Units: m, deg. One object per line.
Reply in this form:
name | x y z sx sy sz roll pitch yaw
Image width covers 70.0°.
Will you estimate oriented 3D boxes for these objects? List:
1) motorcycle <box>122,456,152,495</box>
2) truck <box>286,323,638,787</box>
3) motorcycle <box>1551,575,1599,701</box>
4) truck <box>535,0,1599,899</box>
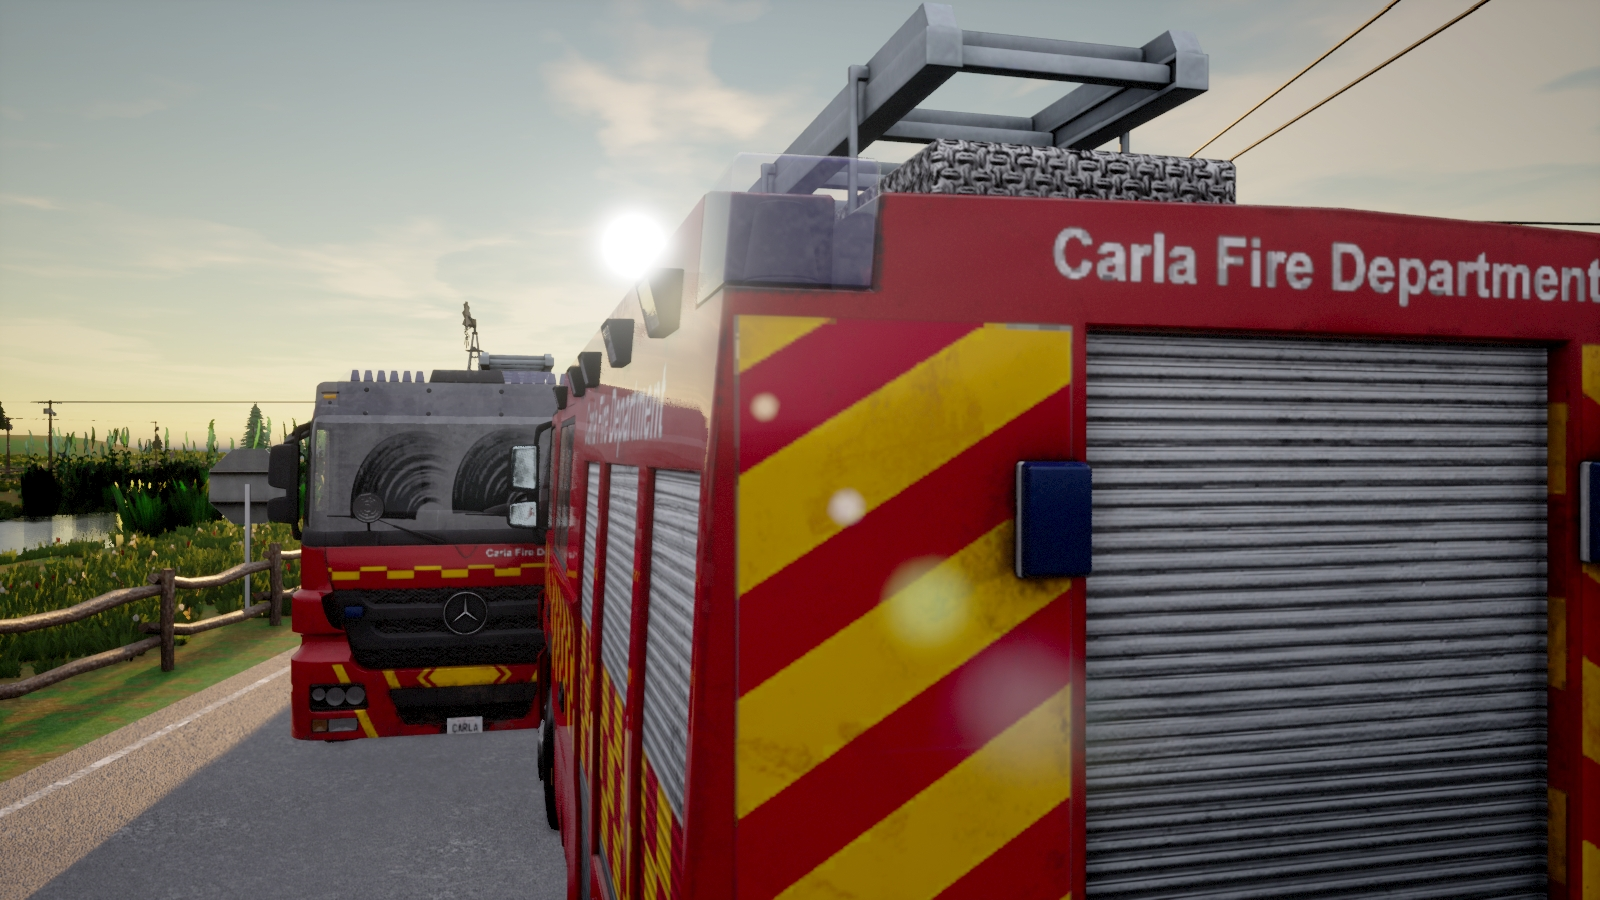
motorcycle | -41.318 1.577 71.197 0.803 2.348 2.033 0 0 -4
truck | -3.907 0.862 13.886 2.891 3.827 8.468 0 0 -15
motorcycle | 9.790 2.142 13.133 1.805 1.316 0.856 0 0 -7
truck | 0.012 0.867 6.875 2.891 3.827 8.468 0 0 -15
